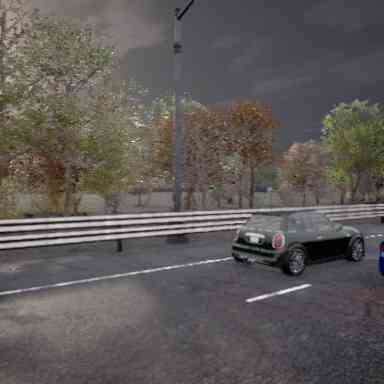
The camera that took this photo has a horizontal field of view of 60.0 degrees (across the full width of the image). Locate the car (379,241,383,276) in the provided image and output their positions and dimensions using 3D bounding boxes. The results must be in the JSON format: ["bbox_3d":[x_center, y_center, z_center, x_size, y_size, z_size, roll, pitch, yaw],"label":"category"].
[{"bbox_3d":[6.773,1.476,8.562,5.008,1.535,1.882,0,0,-35],"label":"car"}]

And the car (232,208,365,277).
[{"bbox_3d":[3.472,1.346,10.507,4.553,1.767,2.097,0,0,-35],"label":"car"}]
